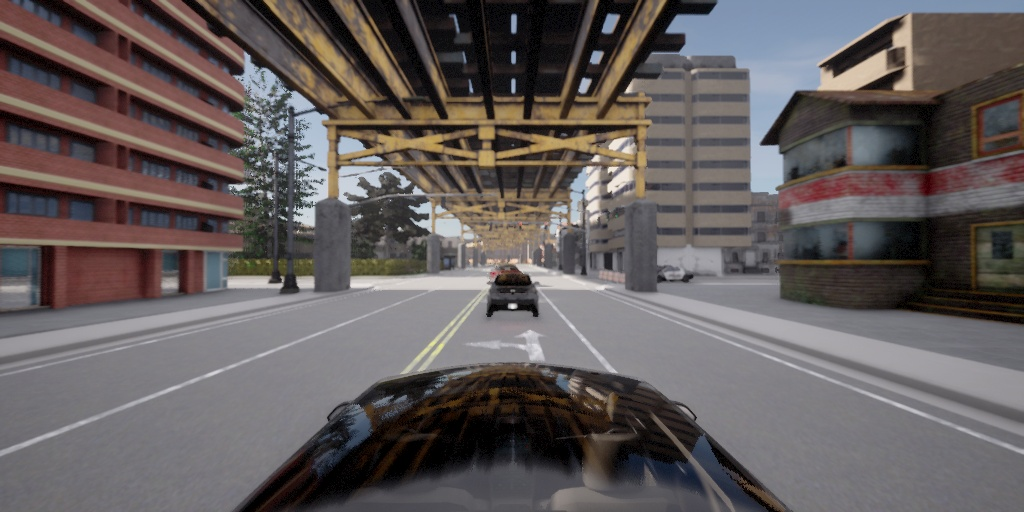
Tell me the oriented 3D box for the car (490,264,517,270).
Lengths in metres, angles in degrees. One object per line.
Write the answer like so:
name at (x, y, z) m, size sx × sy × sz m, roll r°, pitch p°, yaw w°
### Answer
car at (-0.604, 1.429, 28.793) m, size 2.097 × 1.767 × 4.553 m, roll 0°, pitch -1°, yaw -12°

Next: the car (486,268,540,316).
car at (0.045, 1.410, 14.126) m, size 1.837 × 1.490 × 4.892 m, roll 0°, pitch 0°, yaw 1°
